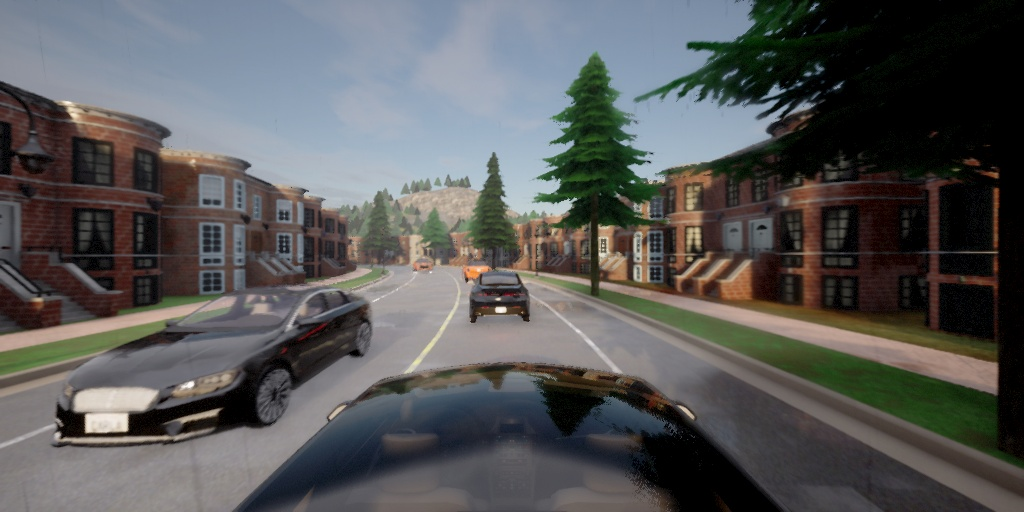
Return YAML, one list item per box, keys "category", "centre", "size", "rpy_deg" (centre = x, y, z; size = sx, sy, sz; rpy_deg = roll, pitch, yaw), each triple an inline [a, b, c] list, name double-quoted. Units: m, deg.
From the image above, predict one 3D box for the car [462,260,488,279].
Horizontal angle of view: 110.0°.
- category: "car"
  centre: [-2.971, 1.103, 29.575]
  size: [2.097, 1.767, 4.553]
  rpy_deg: [0, 0, -12]

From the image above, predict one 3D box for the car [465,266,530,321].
- category: "car"
  centre: [-0.484, 1.254, 12.414]
  size: [1.837, 1.490, 4.892]
  rpy_deg: [0, 0, -4]

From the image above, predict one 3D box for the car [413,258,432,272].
- category: "car"
  centre: [-11.799, 1.123, 47.262]
  size: [2.097, 1.767, 4.553]
  rpy_deg: [0, 0, -20]

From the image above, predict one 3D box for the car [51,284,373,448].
- category: "car"
  centre: [-3.780, 1.251, 5.702]
  size: [2.128, 1.511, 4.902]
  rpy_deg: [0, 0, -2]
